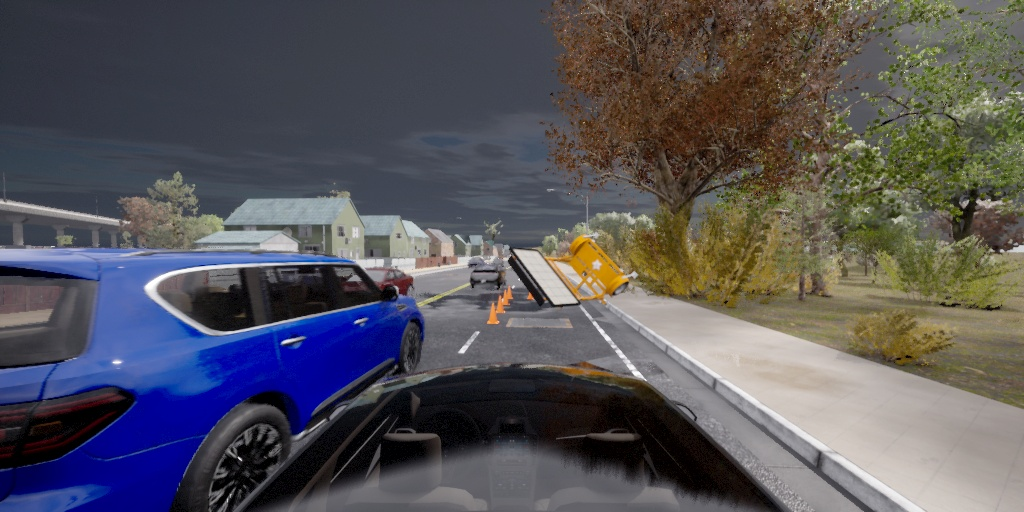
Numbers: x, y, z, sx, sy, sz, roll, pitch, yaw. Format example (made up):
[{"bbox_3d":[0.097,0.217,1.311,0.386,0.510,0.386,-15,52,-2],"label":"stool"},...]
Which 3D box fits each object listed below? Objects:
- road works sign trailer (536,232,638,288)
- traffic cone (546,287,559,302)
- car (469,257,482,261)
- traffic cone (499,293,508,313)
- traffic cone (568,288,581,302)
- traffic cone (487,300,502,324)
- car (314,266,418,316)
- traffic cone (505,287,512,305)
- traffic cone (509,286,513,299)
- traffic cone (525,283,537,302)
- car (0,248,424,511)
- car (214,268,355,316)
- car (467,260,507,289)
[{"bbox_3d":[2.836,-0.853,12.935,2.880,3.560,2.380,0,0,-42],"label":"road works sign trailer"},{"bbox_3d":[1.874,1.694,16.531,0.340,0.580,0.340,0,0,4],"label":"traffic cone"},{"bbox_3d":[-5.657,1.024,56.557,2.097,1.767,4.553,0,0,4],"label":"car"},{"bbox_3d":[-0.413,1.697,12.688,0.340,0.580,0.340,0,0,4],"label":"traffic cone"},{"bbox_3d":[2.872,1.694,16.456,0.340,0.580,0.340,0,0,4],"label":"traffic cone"},{"bbox_3d":[-0.560,1.699,10.694,0.340,0.580,0.340,0,0,4],"label":"traffic cone"},{"bbox_3d":[-5.519,1.219,14.424,1.882,1.535,5.008,0,0,4],"label":"car"},{"bbox_3d":[-0.266,1.696,14.683,0.340,0.580,0.340,0,0,4],"label":"traffic cone"},{"bbox_3d":[-0.119,1.694,16.677,0.340,0.580,0.340,0,0,4],"label":"traffic cone"},{"bbox_3d":[0.878,1.694,16.604,0.340,0.580,0.340,0,0,4],"label":"traffic cone"},{"bbox_3d":[-2.816,0.968,4.174,2.150,2.045,5.566,0,0,4],"label":"car"},{"bbox_3d":[-8.770,1.289,14.604,2.033,1.411,5.357,0,0,4],"label":"car"},{"bbox_3d":[-1.436,1.223,22.882,2.128,1.511,4.902,0,0,4],"label":"car"}]
